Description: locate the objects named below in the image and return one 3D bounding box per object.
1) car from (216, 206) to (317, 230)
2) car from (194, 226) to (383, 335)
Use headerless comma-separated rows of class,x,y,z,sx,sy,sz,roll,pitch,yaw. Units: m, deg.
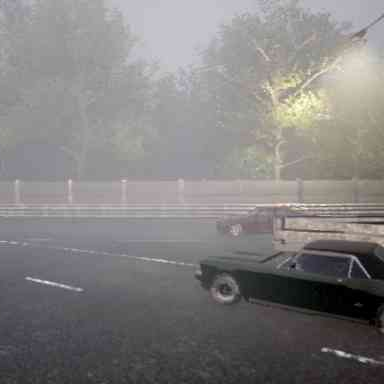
car,3.731,1.465,16.760,5.008,1.535,1.882,-1,0,1
car,2.410,1.576,6.321,4.718,1.301,1.895,0,0,34
